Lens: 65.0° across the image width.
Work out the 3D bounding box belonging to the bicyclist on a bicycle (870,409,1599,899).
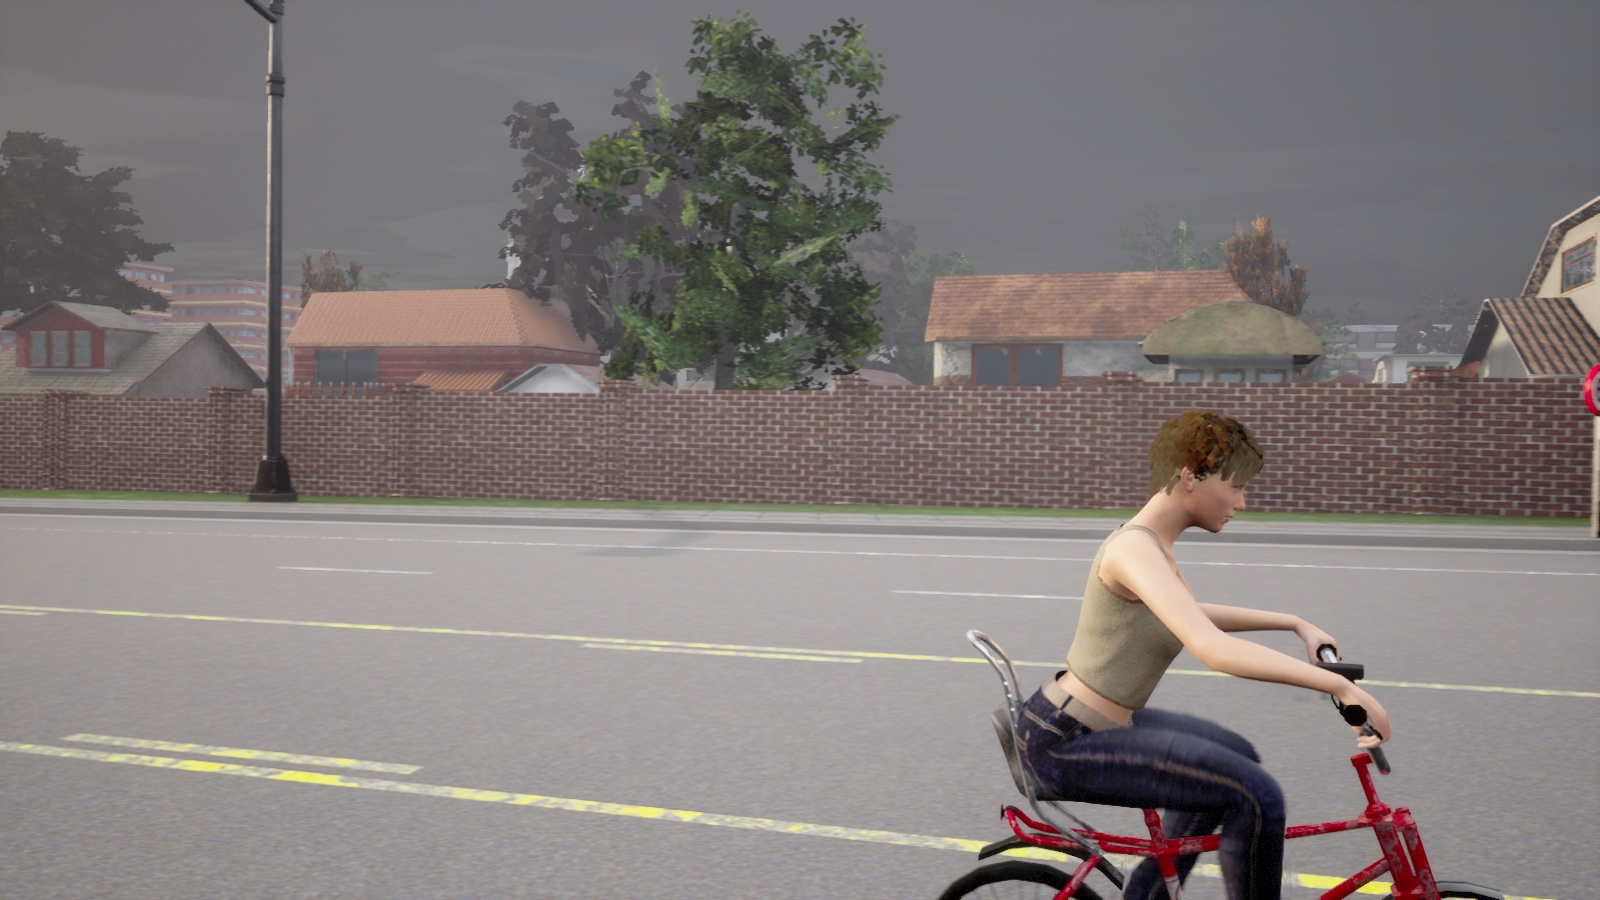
[{"bbox_3d":[1.004,0.721,2.851,1.509,1.612,0.866,1,1,18],"label":"bicyclist on a bicycle"}]
